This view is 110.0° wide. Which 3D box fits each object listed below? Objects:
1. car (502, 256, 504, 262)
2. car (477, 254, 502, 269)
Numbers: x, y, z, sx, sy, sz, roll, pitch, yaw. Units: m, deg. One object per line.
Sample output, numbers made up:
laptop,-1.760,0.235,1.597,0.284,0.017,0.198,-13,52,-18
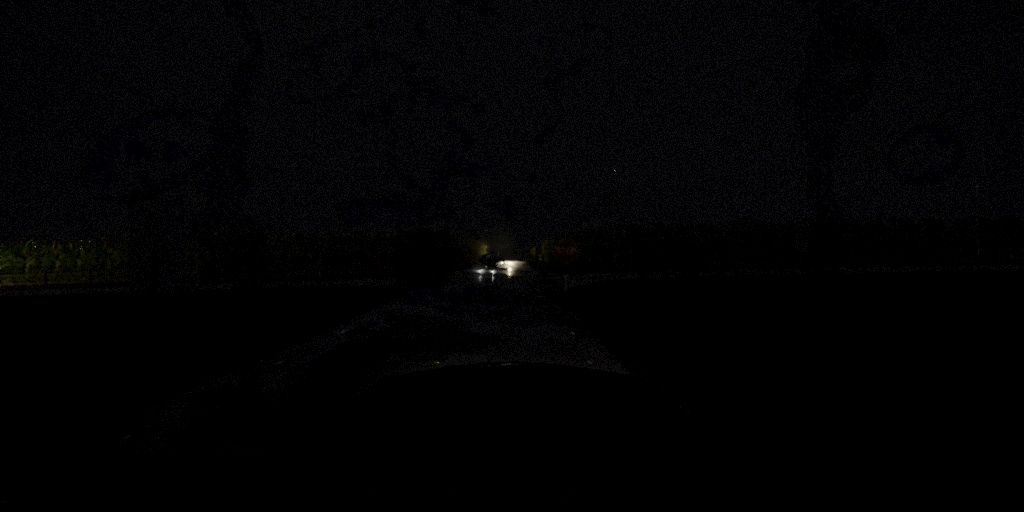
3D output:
car,-2.291,0.385,60.045,1.994,1.385,4.181,0,1,0
car,-2.472,0.583,37.348,2.033,1.411,5.357,0,1,0
